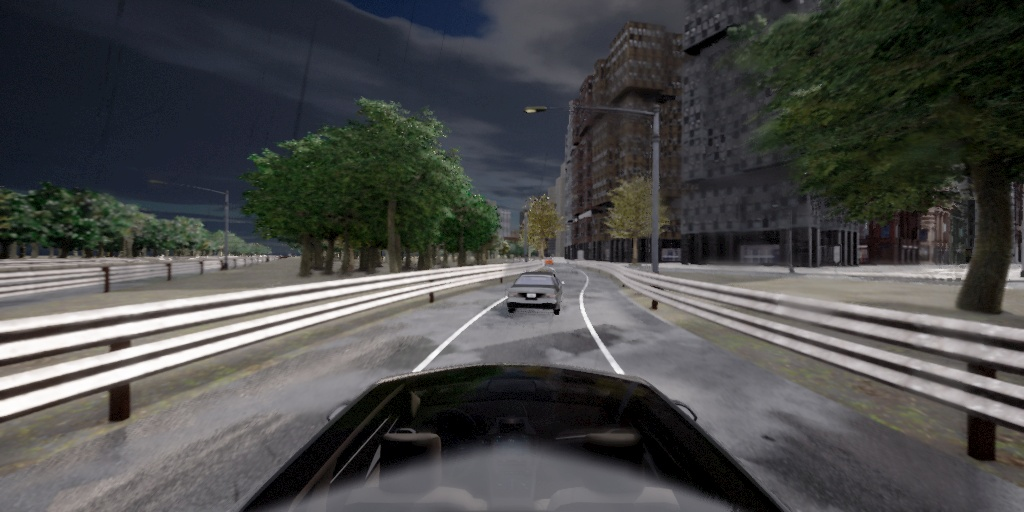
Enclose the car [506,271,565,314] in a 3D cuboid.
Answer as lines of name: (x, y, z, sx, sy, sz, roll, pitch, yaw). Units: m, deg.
car: (1.010, 1.302, 13.895, 2.033, 1.411, 5.357, 0, 0, 9)
